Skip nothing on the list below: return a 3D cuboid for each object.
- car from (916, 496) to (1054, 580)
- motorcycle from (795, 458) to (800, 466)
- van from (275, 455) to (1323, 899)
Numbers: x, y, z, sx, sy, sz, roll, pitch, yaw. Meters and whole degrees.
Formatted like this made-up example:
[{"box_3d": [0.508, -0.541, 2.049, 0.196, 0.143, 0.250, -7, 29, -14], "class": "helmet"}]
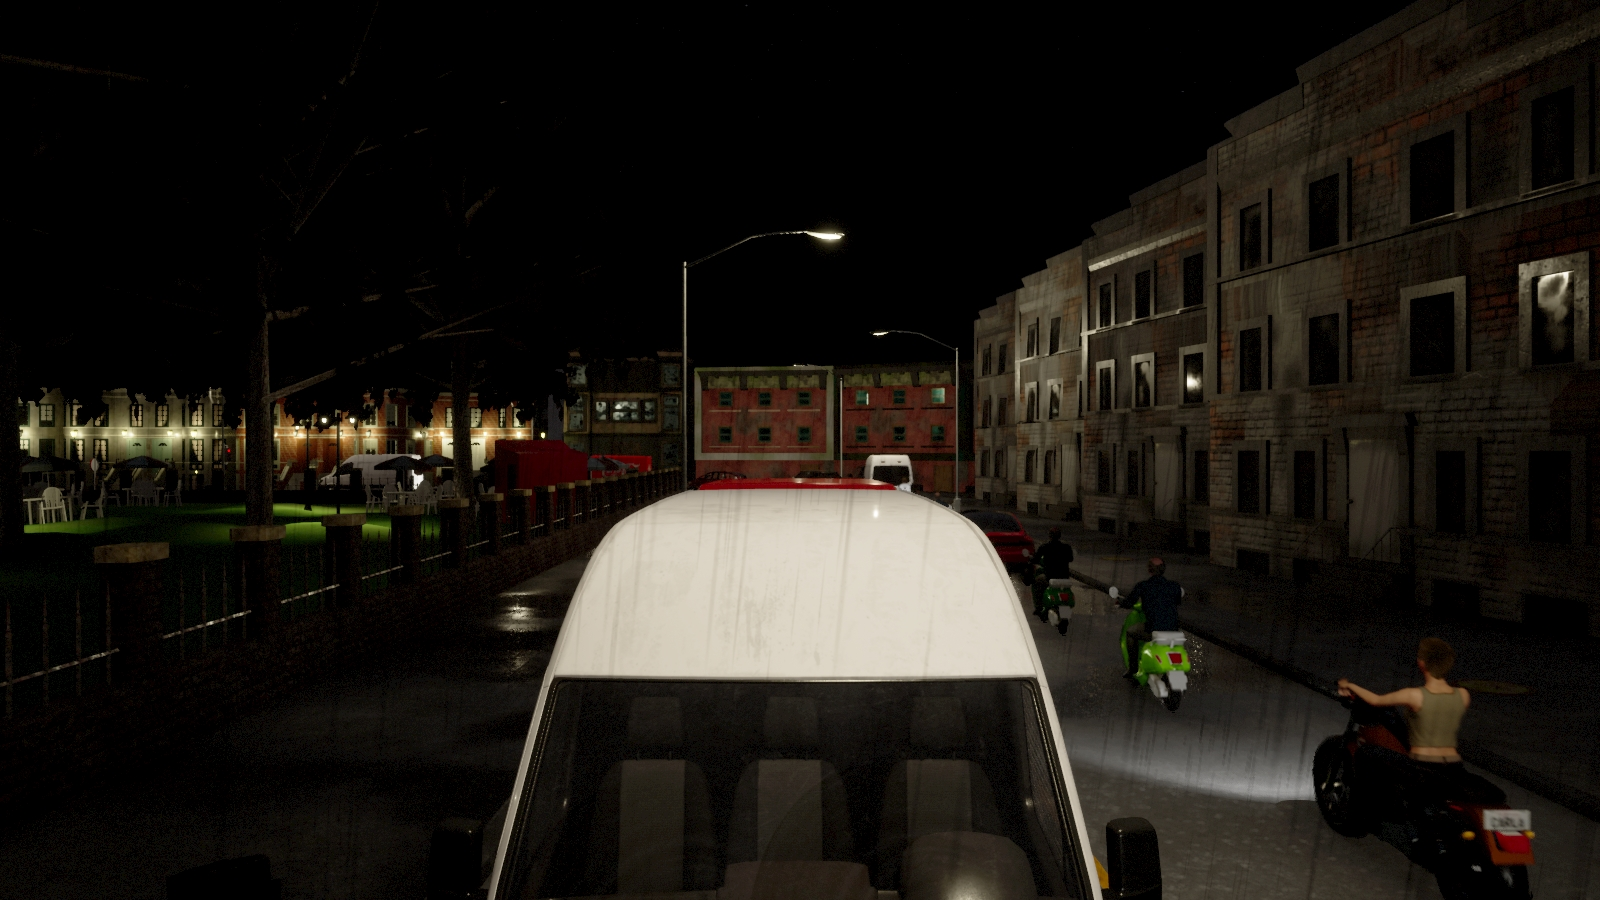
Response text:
[{"box_3d": [3.927, 1.841, 25.134, 2.231, 1.480, 4.892, 0, 0, 0], "class": "car"}, {"box_3d": [-0.384, 1.962, 183.190, 0.856, 1.236, 1.805, 0, 0, 0], "class": "motorcycle"}, {"box_3d": [-0.006, 1.314, 5.127, 1.988, 2.561, 5.915, 0, 0, 0], "class": "van"}]
